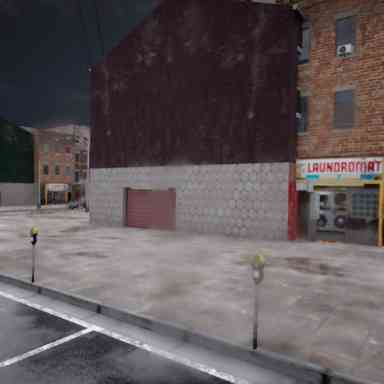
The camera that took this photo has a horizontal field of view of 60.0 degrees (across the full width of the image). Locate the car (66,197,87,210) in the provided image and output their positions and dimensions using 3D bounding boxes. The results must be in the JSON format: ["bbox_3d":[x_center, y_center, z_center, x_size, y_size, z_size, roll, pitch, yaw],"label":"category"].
[{"bbox_3d":[-12.602,1.340,39.790,1.837,1.490,4.892,1,1,36],"label":"car"}]
